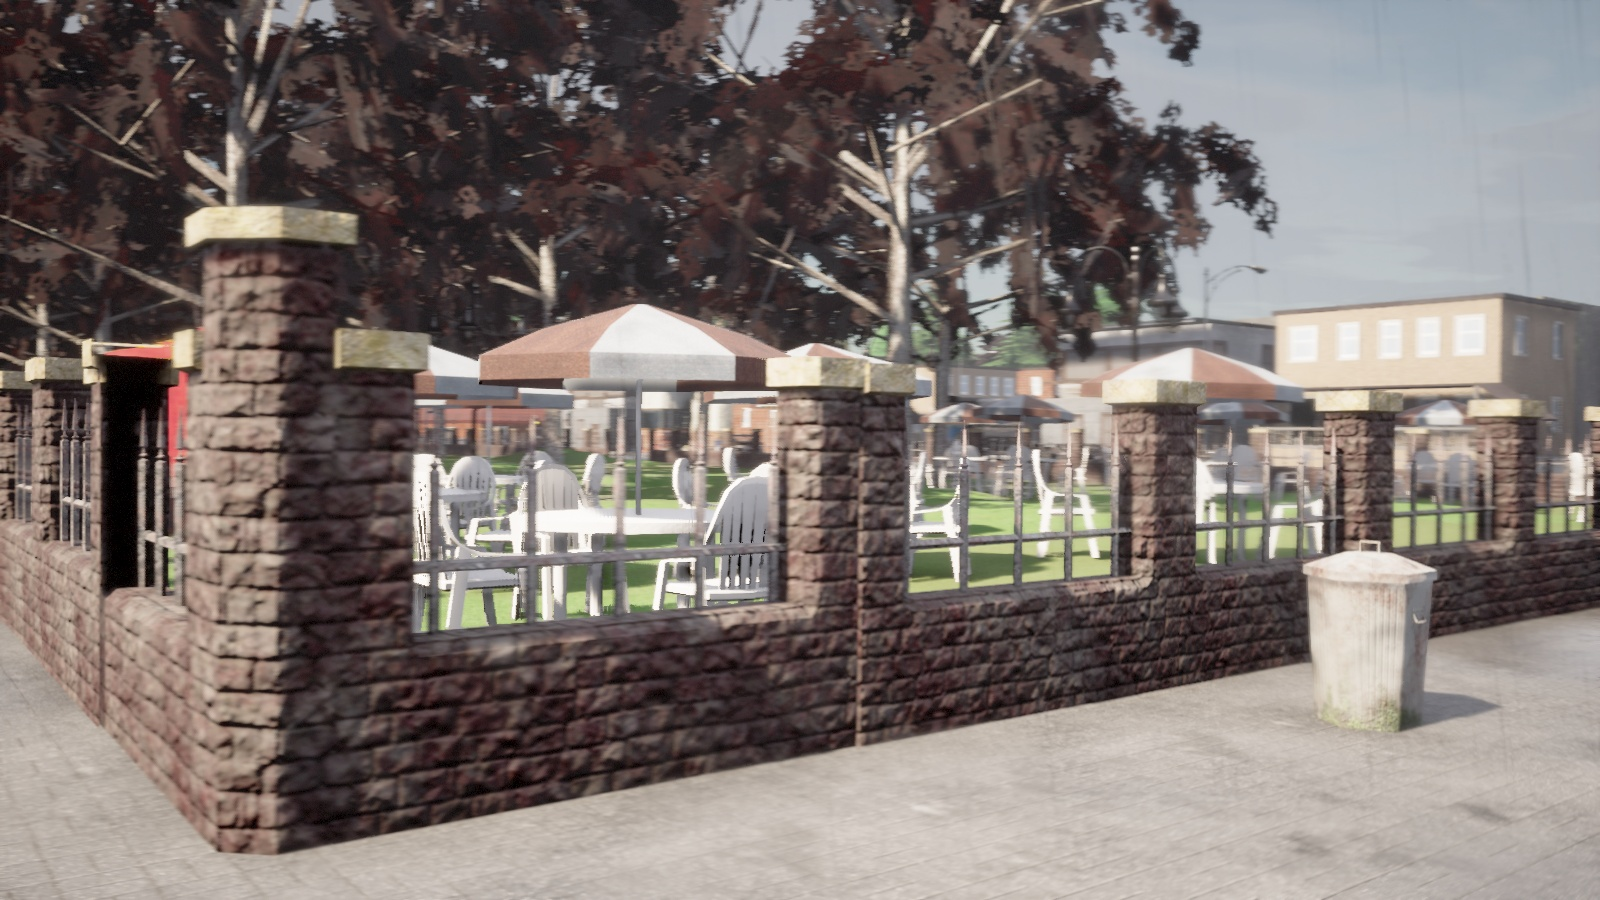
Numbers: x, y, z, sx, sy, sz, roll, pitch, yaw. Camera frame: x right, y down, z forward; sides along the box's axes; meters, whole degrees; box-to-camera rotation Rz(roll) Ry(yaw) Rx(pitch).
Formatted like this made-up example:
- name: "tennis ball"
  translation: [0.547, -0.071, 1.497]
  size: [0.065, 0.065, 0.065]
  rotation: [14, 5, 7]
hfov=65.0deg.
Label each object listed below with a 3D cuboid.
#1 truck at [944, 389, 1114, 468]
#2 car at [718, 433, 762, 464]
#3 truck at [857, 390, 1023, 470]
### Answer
- name: "truck"
  translation: [10.634, -0.960, 59.143]
  size: [2.891, 3.462, 7.936]
  rotation: [-1, 1, -37]
- name: "car"
  translation: [-3.492, -0.099, 72.181]
  size: [2.242, 1.667, 4.611]
  rotation: [-1, 1, -6]
- name: "truck"
  translation: [6.337, -0.895, 58.114]
  size: [2.891, 3.462, 7.936]
  rotation: [-1, 1, -37]
